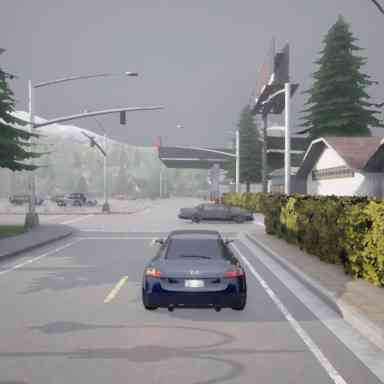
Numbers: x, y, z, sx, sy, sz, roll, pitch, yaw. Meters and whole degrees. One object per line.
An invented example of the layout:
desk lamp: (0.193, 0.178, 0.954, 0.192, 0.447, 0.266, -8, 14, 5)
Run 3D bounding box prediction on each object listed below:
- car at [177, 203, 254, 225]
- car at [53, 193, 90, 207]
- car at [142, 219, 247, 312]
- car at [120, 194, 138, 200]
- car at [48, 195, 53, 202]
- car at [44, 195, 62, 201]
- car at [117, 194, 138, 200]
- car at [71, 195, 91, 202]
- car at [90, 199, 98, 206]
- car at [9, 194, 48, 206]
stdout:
car: (1.660, 1.510, 23.714, 5.357, 1.411, 2.033, 1, 0, 0)
car: (-16.772, 1.077, 46.383, 3.866, 1.878, 1.905, 0, 0, -1)
car: (0.059, 1.564, 7.798, 1.994, 1.385, 4.181, 0, 0, 1)
car: (-16.503, 1.339, 87.104, 4.514, 1.523, 2.007, 0, 0, -1)
car: (-24.021, 1.298, 62.084, 4.514, 1.523, 2.007, 0, 0, -1)
car: (-35.099, 1.384, 84.005, 3.806, 1.475, 1.970, 0, 0, -1)
car: (-16.433, 1.330, 83.967, 5.027, 1.636, 2.152, 0, 0, -1)
car: (-24.037, 1.320, 72.076, 3.633, 1.501, 1.845, 0, 0, -1)
car: (-16.180, 1.361, 49.711, 3.806, 1.475, 1.970, 0, 0, -1)
car: (-24.659, 1.097, 49.623, 4.605, 1.855, 1.932, 0, 0, -1)
